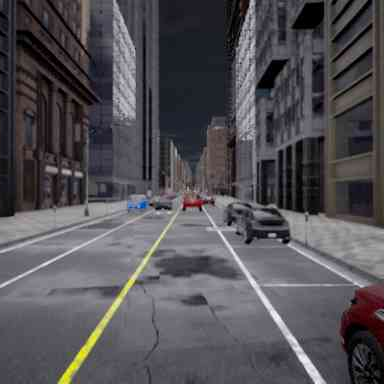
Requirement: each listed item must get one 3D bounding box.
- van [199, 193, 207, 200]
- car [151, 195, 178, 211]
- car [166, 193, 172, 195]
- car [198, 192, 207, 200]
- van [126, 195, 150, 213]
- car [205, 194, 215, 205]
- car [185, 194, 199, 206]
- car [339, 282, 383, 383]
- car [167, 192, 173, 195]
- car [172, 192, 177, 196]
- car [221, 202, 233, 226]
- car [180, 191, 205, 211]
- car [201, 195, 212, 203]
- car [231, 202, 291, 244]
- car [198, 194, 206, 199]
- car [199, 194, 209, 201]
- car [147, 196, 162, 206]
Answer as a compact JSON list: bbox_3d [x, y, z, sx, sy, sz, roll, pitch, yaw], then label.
[{"bbox_3d":[2.660,1.078,80.450,1.690,1.788,3.998,1,0,0],"label":"van"},{"bbox_3d":[-3.104,1.419,38.119,2.033,1.411,5.357,0,0,0],"label":"car"},{"bbox_3d":[-5.866,1.337,69.208,1.947,1.339,4.313,1,0,0],"label":"car"},{"bbox_3d":[2.659,1.035,86.075,2.192,1.841,5.009,1,0,0],"label":"car"},{"bbox_3d":[-5.855,1.222,35.460,1.690,1.788,3.998,1,0,0],"label":"van"},{"bbox_3d":[2.664,1.370,52.330,1.887,1.381,4.507,1,0,0],"label":"car"},{"bbox_3d":[0.023,1.183,50.471,2.097,1.767,4.553,0,0,1],"label":"car"},{"bbox_3d":[2.678,1.309,1.710,2.192,1.841,5.009,1,0,0],"label":"car"},{"bbox_3d":[-5.867,1.298,74.832,1.887,1.381,4.507,1,0,0],"label":"car"},{"bbox_3d":[-5.867,1.035,86.080,2.192,1.841,5.009,1,0,0],"label":"car"},{"bbox_3d":[3.140,1.428,22.451,1.837,1.490,4.892,0,0,0],"label":"car"},{"bbox_3d":[0.055,1.093,38.454,2.150,2.045,5.566,0,0,0],"label":"car"},{"bbox_3d":[2.662,1.334,63.579,1.887,1.381,4.507,1,0,0],"label":"car"},{"bbox_3d":[3.142,1.452,15.451,1.837,1.490,4.892,0,0,0],"label":"car"},{"bbox_3d":[2.655,1.255,91.700,2.008,1.369,4.403,1,0,0],"label":"car"},{"bbox_3d":[2.660,1.194,74.827,1.967,1.590,4.097,1,0,0],"label":"car"},{"bbox_3d":[-5.861,1.351,52.164,1.752,1.417,4.829,1,0,0],"label":"car"}]
